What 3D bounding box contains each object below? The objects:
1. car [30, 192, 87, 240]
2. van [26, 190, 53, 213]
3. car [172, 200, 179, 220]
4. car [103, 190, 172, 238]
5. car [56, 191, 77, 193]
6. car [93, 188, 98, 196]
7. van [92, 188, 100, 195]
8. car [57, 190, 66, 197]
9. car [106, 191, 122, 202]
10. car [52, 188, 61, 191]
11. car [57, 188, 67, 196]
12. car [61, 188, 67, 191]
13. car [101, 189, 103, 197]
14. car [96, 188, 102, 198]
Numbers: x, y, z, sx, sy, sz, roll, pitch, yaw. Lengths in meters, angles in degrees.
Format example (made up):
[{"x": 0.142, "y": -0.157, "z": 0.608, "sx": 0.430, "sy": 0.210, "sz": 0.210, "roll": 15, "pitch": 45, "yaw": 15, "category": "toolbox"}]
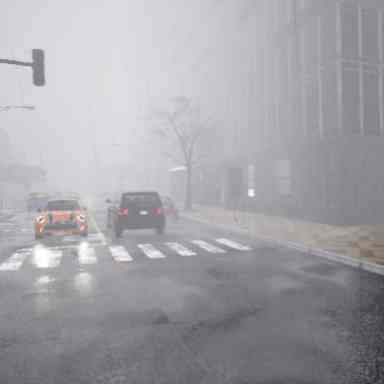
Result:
[{"x": -6.132, "y": 1.098, "z": 15.815, "sx": 2.097, "sy": 1.767, "sz": 4.553, "roll": -1, "pitch": 1, "yaw": -19, "category": "car"}, {"x": -13.877, "y": 0.897, "z": 30.144, "sx": 1.690, "sy": 1.788, "sz": 3.998, "roll": 0, "pitch": 1, "yaw": -19, "category": "van"}, {"x": -2.306, "y": 0.992, "z": 22.453, "sx": 1.967, "sy": 1.590, "sz": 4.097, "roll": 0, "pitch": 1, "yaw": -19, "category": "car"}, {"x": -2.876, "y": 0.913, "z": 16.197, "sx": 2.150, "sy": 2.045, "sz": 5.566, "roll": -1, "pitch": 1, "yaw": -19, "category": "car"}, {"x": -10.882, "y": 1.006, "z": 29.406, "sx": 1.882, "sy": 1.535, "sz": 5.008, "roll": -1, "pitch": 1, "yaw": -19, "category": "car"}, {"x": -20.654, "y": 0.240, "z": 74.847, "sx": 1.752, "sy": 1.417, "sz": 4.829, "roll": 0, "pitch": 1, "yaw": -19, "category": "car"}, {"x": -26.086, "y": -0.192, "z": 90.353, "sx": 1.690, "sy": 1.788, "sz": 3.998, "roll": 0, "pitch": 1, "yaw": -19, "category": "van"}, {"x": -30.283, "y": 0.333, "z": 76.992, "sx": 1.752, "sy": 1.417, "sz": 4.829, "roll": 0, "pitch": 1, "yaw": -19, "category": "car"}, {"x": -11.508, "y": 0.658, "z": 48.731, "sx": 1.752, "sy": 1.417, "sz": 4.829, "roll": 0, "pitch": 1, "yaw": -19, "category": "car"}, {"x": -23.023, "y": 0.454, "z": 56.257, "sx": 2.192, "sy": 1.841, "sz": 5.009, "roll": 0, "pitch": 1, "yaw": -19, "category": "car"}, {"x": -32.168, "y": 0.037, "z": 82.372, "sx": 2.192, "sy": 1.841, "sz": 5.009, "roll": 0, "pitch": 1, "yaw": -19, "category": "car"}, {"x": -17.094, "y": 0.592, "z": 47.334, "sx": 2.097, "sy": 1.767, "sz": 4.553, "roll": -1, "pitch": 1, "yaw": -19, "category": "car"}, {"x": -13.337, "y": 0.574, "z": 53.954, "sx": 1.752, "sy": 1.417, "sz": 4.829, "roll": 0, "pitch": 1, "yaw": -19, "category": "car"}, {"x": -16.940, "y": 0.429, "z": 64.240, "sx": 1.887, "sy": 1.381, "sz": 4.507, "roll": 0, "pitch": 1, "yaw": -19, "category": "car"}]
